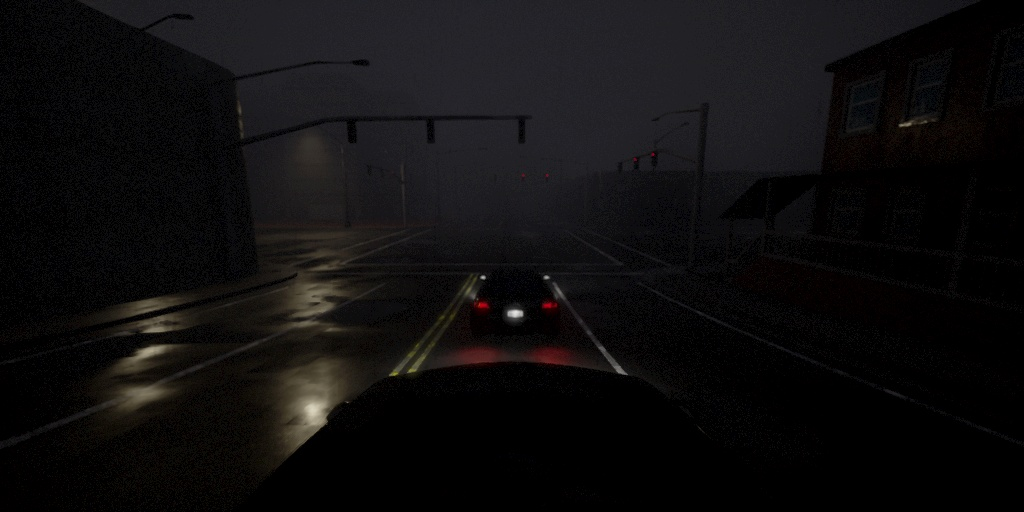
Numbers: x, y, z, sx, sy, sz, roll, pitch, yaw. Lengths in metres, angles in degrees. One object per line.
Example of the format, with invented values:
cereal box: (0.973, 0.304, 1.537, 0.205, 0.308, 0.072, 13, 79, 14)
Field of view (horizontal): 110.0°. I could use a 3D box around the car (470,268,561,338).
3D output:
car: (0.078, 0.993, 9.248, 1.994, 1.385, 4.181, 0, 4, 0)
